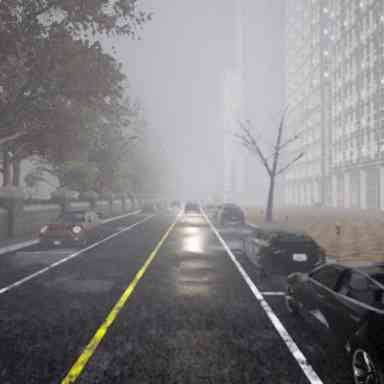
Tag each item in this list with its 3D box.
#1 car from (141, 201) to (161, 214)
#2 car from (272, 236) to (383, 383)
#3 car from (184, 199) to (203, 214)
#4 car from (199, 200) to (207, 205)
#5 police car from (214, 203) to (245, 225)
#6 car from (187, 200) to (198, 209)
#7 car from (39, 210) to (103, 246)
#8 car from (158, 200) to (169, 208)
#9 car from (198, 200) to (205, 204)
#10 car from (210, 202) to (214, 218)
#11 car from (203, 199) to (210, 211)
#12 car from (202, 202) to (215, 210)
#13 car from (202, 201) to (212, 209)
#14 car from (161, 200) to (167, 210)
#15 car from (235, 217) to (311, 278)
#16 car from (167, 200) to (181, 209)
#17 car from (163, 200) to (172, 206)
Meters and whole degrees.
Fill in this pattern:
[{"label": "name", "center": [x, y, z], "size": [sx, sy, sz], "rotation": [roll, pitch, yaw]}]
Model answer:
[{"label": "car", "center": [-5.672, 2.101, 44.207], "size": [1.887, 1.381, 4.507], "rotation": [0, -1, 0]}, {"label": "car", "center": [2.692, 1.625, 4.780], "size": [1.947, 1.339, 4.313], "rotation": [0, -1, 0]}, {"label": "car", "center": [0.021, 1.989, 43.814], "size": [2.128, 1.511, 4.902], "rotation": [0, -1, 0]}, {"label": "car", "center": [2.725, 2.668, 83.625], "size": [1.802, 1.307, 4.206], "rotation": [0, -1, 0]}, {"label": "police car", "center": [3.145, 1.767, 27.569], "size": [1.930, 1.638, 5.238], "rotation": [0, -1, 0]}, {"label": "car", "center": [0.030, 2.150, 57.755], "size": [1.837, 1.490, 4.892], "rotation": [0, -1, 0]}, {"label": "car", "center": [-5.683, 1.638, 16.050], "size": [1.967, 1.590, 4.097], "rotation": [0, -1, 0]}, {"label": "car", "center": [-5.662, 2.399, 66.734], "size": [1.887, 1.381, 4.507], "rotation": [0, -1, 0]}, {"label": "car", "center": [2.730, 2.826, 94.889], "size": [1.802, 1.307, 4.206], "rotation": [0, -1, 0]}, {"label": "car", "center": [3.163, 1.955, 34.458], "size": [1.812, 1.442, 4.674], "rotation": [0, -1, 0]}, {"label": "car", "center": [2.711, 2.180, 49.835], "size": [2.008, 1.369, 4.403], "rotation": [0, -1, 0]}, {"label": "car", "center": [2.713, 2.285, 55.467], "size": [1.802, 1.307, 4.206], "rotation": [0, -1, 0]}, {"label": "car", "center": [2.716, 2.359, 61.099], "size": [1.802, 1.307, 4.206], "rotation": [0, -1, 0]}, {"label": "car", "center": [-5.667, 2.248, 55.471], "size": [1.887, 1.381, 4.507], "rotation": [0, -1, 0]}, {"label": "car", "center": [2.695, 1.694, 10.413], "size": [1.947, 1.339, 4.313], "rotation": [0, -1, 0]}, {"label": "car", "center": [-3.004, 2.264, 61.779], "size": [1.882, 1.535, 5.008], "rotation": [0, -1, 1]}, {"label": "car", "center": [-5.658, 2.531, 77.829], "size": [1.752, 1.417, 4.829], "rotation": [0, -1, 0]}]
